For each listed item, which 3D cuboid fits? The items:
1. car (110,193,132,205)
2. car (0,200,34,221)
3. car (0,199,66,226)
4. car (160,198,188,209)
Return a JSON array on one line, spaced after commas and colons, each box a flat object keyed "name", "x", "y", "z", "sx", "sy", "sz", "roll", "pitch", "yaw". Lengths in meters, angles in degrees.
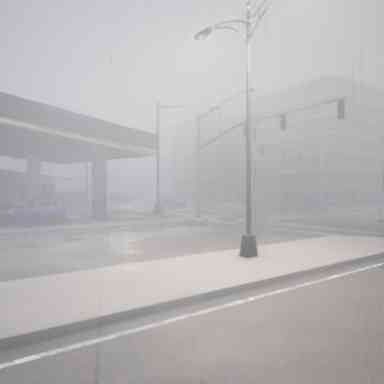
[{"name": "car", "x": -12.457, "y": 1.151, "z": 58.226, "sx": 2.150, "sy": 2.045, "sz": 5.566, "roll": 0, "pitch": 0, "yaw": -36}, {"name": "car", "x": -14.837, "y": 1.445, "z": 26.402, "sx": 3.806, "sy": 1.475, "sz": 1.970, "roll": 0, "pitch": 0, "yaw": -35}, {"name": "car", "x": -10.870, "y": 1.283, "z": 22.177, "sx": 4.611, "sy": 1.667, "sz": 2.242, "roll": 0, "pitch": 0, "yaw": -35}, {"name": "car", "x": -2.792, "y": 1.479, "z": 45.146, "sx": 2.033, "sy": 1.411, "sz": 5.357, "roll": 0, "pitch": 0, "yaw": -37}]
